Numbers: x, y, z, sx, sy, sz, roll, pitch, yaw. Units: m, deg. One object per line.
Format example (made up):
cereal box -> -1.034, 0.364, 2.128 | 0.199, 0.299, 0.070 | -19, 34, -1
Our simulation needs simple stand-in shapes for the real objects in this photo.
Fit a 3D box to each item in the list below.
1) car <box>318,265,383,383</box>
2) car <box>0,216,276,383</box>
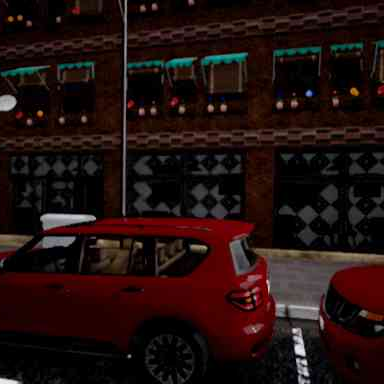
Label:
car -> 4.056, 1.313, 3.538 | 5.009, 1.841, 2.192 | 0, 1, 14
car -> -1.326, 1.307, 4.894 | 5.009, 1.841, 2.192 | 0, 1, 14
